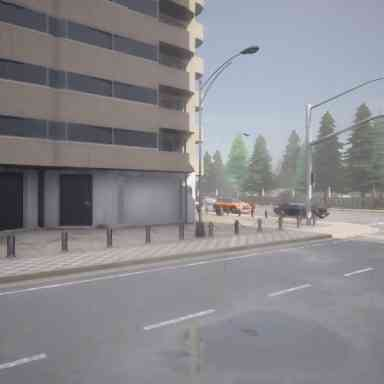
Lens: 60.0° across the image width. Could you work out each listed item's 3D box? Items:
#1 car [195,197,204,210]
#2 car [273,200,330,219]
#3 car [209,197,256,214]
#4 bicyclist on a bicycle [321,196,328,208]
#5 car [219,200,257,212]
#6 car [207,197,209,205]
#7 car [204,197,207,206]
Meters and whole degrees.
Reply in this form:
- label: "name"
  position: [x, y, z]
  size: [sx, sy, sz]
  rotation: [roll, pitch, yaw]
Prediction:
- label: "car"
  position: [-0.958, 1.533, 44.079]
  size: [1.882, 1.535, 5.008]
  rotation: [0, 0, -36]
- label: "car"
  position: [9.613, 1.656, 29.414]
  size: [1.895, 1.301, 4.718]
  rotation: [0, 0, -36]
- label: "car"
  position: [4.396, 1.407, 36.646]
  size: [2.097, 1.767, 4.553]
  rotation: [0, 0, -36]
- label: "bicyclist on a bicycle"
  position: [17.331, 1.356, 43.469]
  size: [1.656, 1.620, 0.582]
  rotation: [0, 0, -36]
- label: "car"
  position: [5.571, 1.656, 40.996]
  size: [1.895, 1.301, 4.718]
  rotation: [0, 0, -36]
- label: "car"
  position: [2.372, 1.581, 57.735]
  size: [1.812, 1.442, 4.674]
  rotation: [0, 0, -36]
- label: "car"
  position: [-0.231, 1.619, 49.058]
  size: [1.994, 1.385, 4.181]
  rotation: [0, 0, -36]
